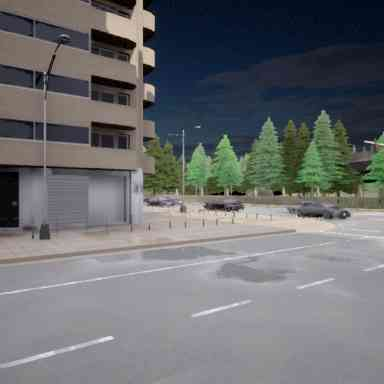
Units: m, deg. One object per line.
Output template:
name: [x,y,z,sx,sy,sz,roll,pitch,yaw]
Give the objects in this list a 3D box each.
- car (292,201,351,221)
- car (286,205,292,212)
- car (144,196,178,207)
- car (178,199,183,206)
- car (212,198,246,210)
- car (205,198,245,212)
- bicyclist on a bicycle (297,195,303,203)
car: [10.608,1.509,26.939,1.994,1.385,4.181,0,0,-29]
car: [11.573,1.545,32.260,1.895,1.301,4.718,0,0,-35]
car: [-4.590,1.470,48.556,1.812,1.442,4.674,0,0,-42]
car: [-3.382,1.436,52.419,2.128,1.511,4.902,0,0,-45]
car: [4.682,1.509,42.100,1.994,1.385,4.181,0,0,-36]
car: [3.595,1.492,37.689,2.033,1.411,5.357,0,0,-35]
bicyclist on a bicycle: [15.139,1.245,46.444,1.656,1.620,0.582,0,0,-35]
